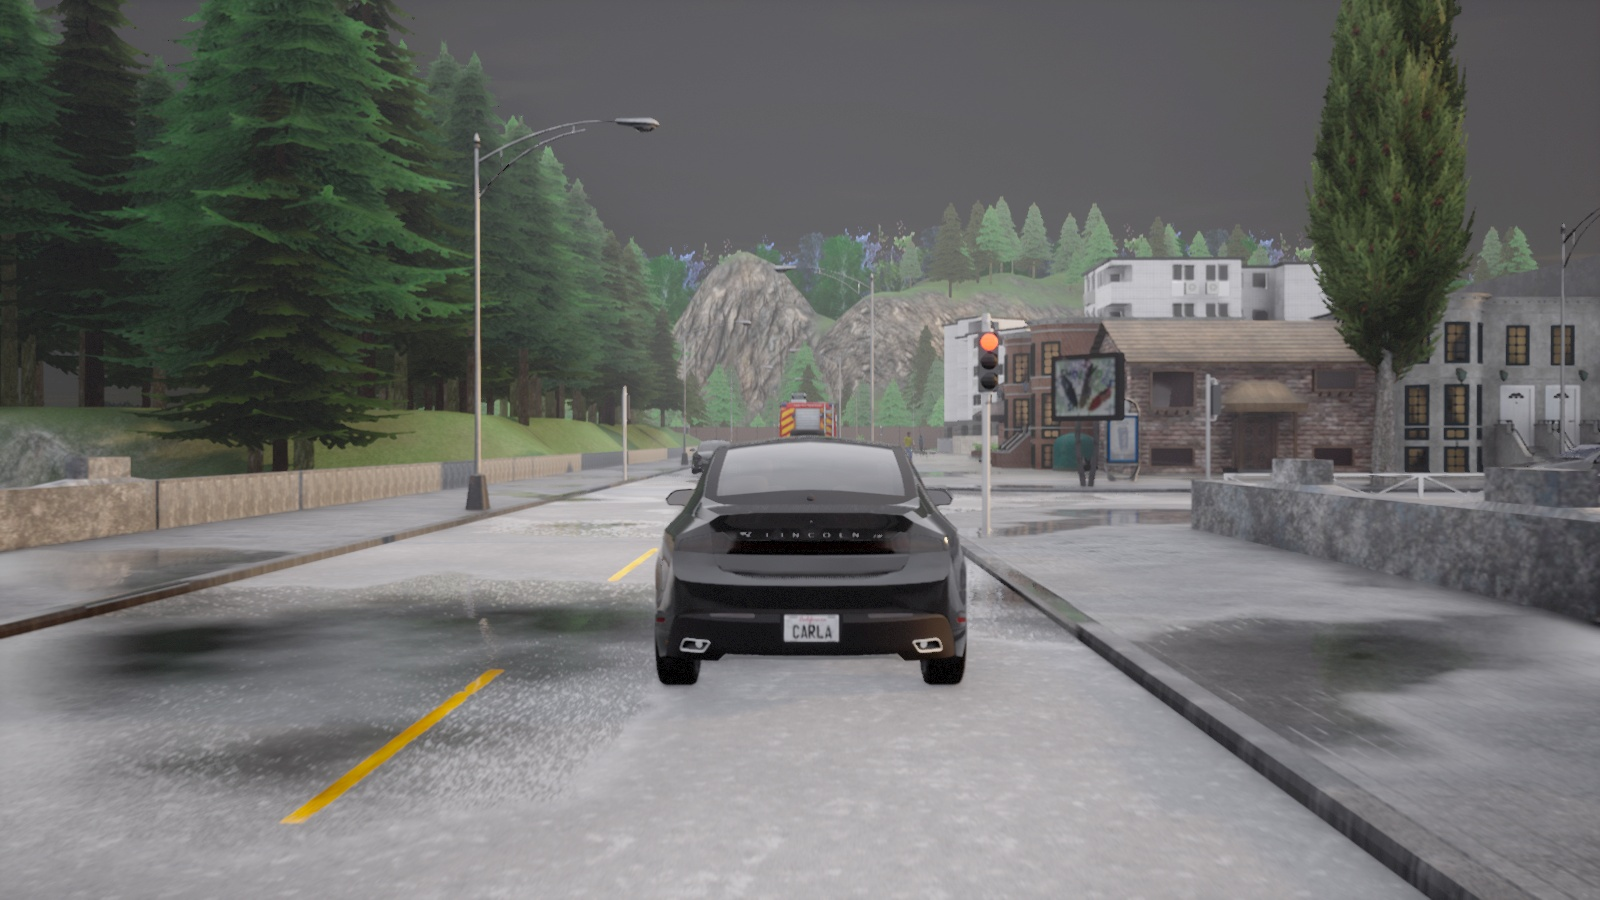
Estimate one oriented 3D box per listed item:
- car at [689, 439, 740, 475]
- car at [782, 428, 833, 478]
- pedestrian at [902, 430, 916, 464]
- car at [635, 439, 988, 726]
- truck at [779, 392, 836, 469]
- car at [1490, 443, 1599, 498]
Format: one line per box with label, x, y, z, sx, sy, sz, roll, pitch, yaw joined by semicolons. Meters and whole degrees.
car;-3.672;0.260;54.652;1.837;1.490;4.892;0;1;0
car;0.292;0.103;49.192;1.905;1.878;3.866;0;1;0
pedestrian;5.925;-0.153;68.525;0.354;1.836;0.706;0;1;-40
car;0.067;0.671;8.988;1.837;1.490;4.892;0;1;0
truck;0.401;-1.016;67.026;2.891;3.827;8.468;0;1;0
car;21.318;0.517;32.888;5.357;1.411;2.033;0;1;0
